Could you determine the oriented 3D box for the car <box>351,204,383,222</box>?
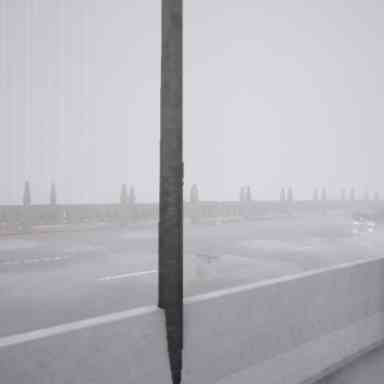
[{"bbox_3d":[15.609,1.702,28.008,5.357,1.411,2.033,0,0,-35],"label":"car"}]
